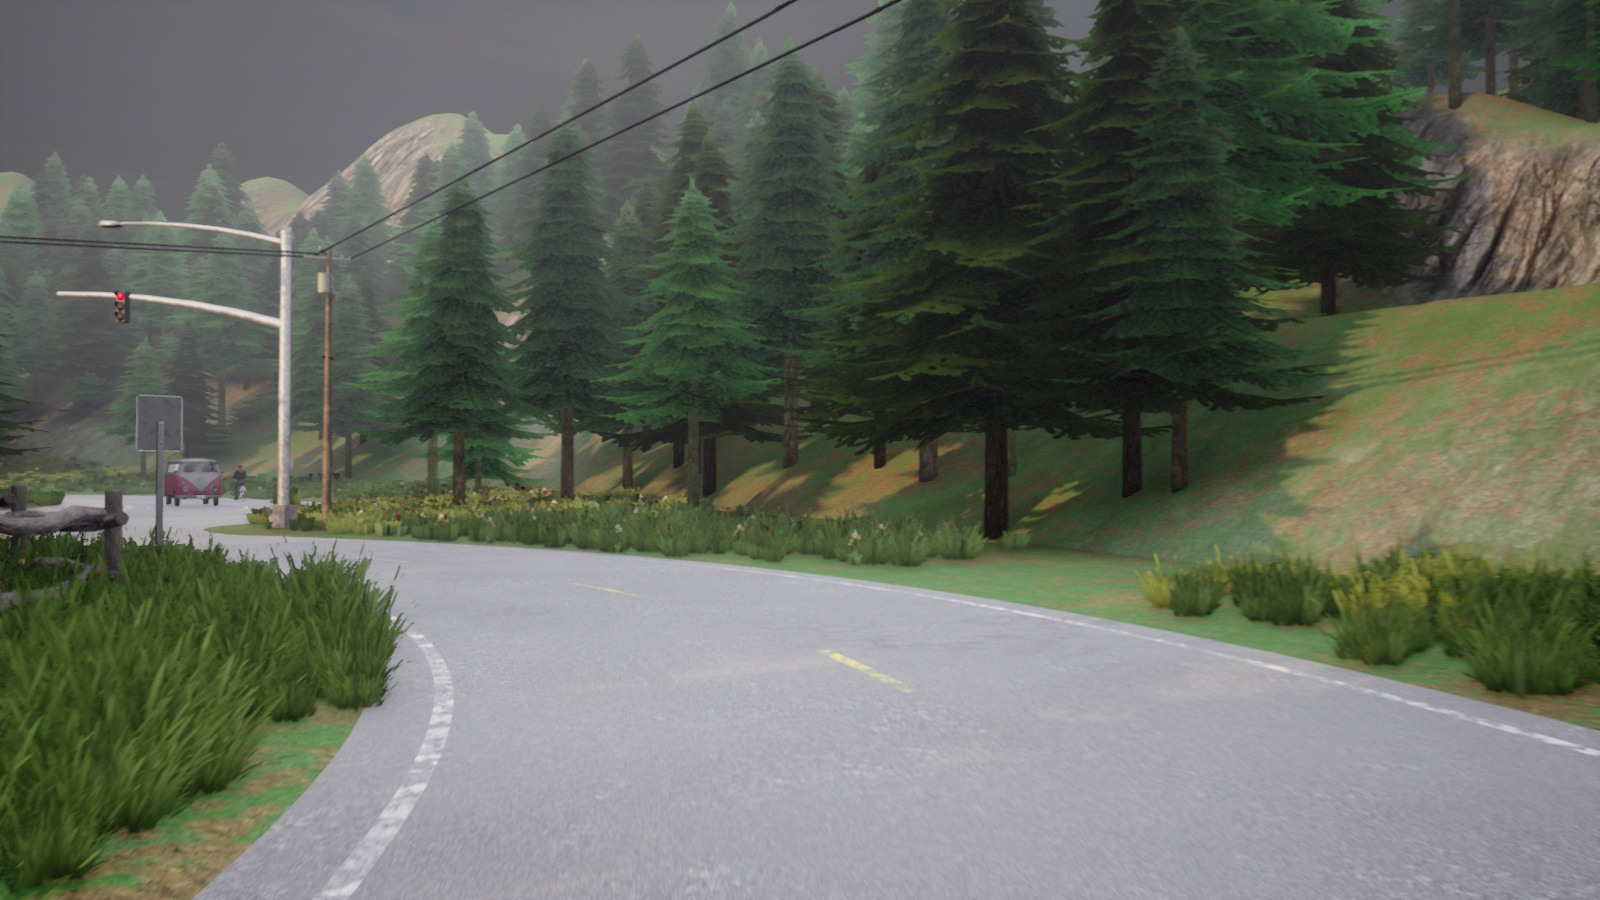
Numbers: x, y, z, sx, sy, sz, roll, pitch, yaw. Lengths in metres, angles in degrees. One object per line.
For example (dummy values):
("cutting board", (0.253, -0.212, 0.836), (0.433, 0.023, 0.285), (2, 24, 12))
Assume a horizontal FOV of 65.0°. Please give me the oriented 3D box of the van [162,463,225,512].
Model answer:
("van", (-25.410, 1.539, 52.499), (1.775, 1.987, 4.442), (1, -1, -34))
